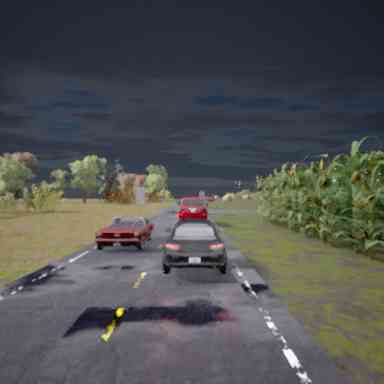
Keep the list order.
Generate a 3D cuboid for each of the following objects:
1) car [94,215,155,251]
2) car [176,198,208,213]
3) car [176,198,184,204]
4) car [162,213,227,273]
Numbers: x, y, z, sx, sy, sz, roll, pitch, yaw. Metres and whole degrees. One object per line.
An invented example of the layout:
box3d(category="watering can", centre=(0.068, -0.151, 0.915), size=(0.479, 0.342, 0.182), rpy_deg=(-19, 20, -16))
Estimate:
box3d(category="car", centre=(-2.853, 1.735, 14.894), size=(1.895, 1.301, 4.718), rpy_deg=(0, -1, 0))
box3d(category="car", centre=(0.084, 1.457, 25.864), size=(2.150, 2.045, 5.566), rpy_deg=(0, -1, 0))
box3d(category="car", centre=(-3.282, 2.473, 92.673), size=(1.994, 1.385, 4.181), rpy_deg=(0, -1, -1))
box3d(category="car", centre=(0.082, 1.623, 10.907), size=(1.812, 1.442, 4.674), rpy_deg=(0, -1, 0))
